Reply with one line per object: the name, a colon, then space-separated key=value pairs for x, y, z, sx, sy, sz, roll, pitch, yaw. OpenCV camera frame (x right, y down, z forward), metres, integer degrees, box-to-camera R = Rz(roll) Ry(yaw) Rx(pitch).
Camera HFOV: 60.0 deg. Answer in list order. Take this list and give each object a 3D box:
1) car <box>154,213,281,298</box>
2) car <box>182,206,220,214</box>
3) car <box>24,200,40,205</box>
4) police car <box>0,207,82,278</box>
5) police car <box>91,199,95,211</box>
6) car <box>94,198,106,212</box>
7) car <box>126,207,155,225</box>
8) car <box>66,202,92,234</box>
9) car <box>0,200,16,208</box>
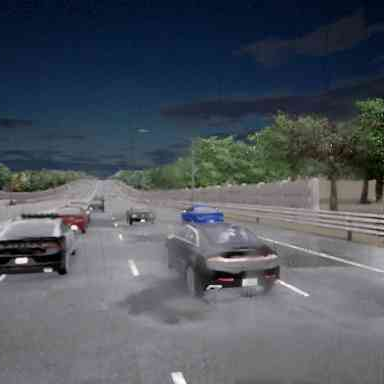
car: x=0.496 y=1.547 z=8.778 sx=2.128 sy=1.511 sz=4.902 roll=0 pitch=0 yaw=-15
car: x=0.567 y=1.647 z=22.154 sx=1.882 sy=1.535 sz=5.008 roll=0 pitch=-1 yaw=-15
car: x=-26.616 y=2.082 z=55.728 sx=2.033 sy=1.411 sz=5.357 roll=0 pitch=-1 yaw=-14
police car: x=-4.786 y=1.478 z=10.554 sx=1.930 sy=1.638 sz=5.238 roll=0 pitch=0 yaw=-15
police car: x=-8.895 y=1.609 z=26.032 sx=1.930 sy=1.638 sz=5.238 roll=0 pitch=-1 yaw=-15
car: x=-12.685 y=1.879 z=44.410 sx=1.882 sy=1.535 sz=5.008 roll=0 pitch=-1 yaw=-15
car: x=-4.135 y=1.798 z=26.222 sx=1.895 sy=1.301 sz=4.718 roll=0 pitch=-1 yaw=-15
car: x=-7.326 y=1.606 z=20.120 sx=1.882 sy=1.535 sz=5.008 roll=0 pitch=-1 yaw=-15
car: x=-29.493 y=2.014 z=52.878 sx=1.812 sy=1.442 sz=4.674 roll=0 pitch=-1 yaw=-14
